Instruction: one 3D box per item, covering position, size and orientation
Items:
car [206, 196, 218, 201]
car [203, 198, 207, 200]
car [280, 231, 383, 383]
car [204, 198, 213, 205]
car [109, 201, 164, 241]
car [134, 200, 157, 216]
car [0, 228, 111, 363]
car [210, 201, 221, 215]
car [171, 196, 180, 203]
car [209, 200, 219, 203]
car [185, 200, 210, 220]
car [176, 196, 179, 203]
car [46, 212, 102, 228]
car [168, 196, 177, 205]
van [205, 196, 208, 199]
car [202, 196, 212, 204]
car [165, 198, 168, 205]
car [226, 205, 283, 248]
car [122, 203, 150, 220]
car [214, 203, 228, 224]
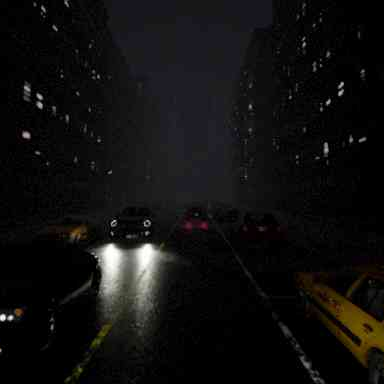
[{"bbox_3d":[3.310,1.850,48.733,1.967,1.590,4.097,1,0,1],"label":"car"},{"bbox_3d":[0.560,1.899,42.117,2.033,1.411,5.357,0,0,1],"label":"car"},{"bbox_3d":[2.749,1.573,4.582,1.752,1.417,4.829,1,0,1],"label":"car"},{"bbox_3d":[3.658,2.173,76.433,1.887,1.381,4.507,1,0,1],"label":"car"},{"bbox_3d":[-2.881,1.497,17.592,2.097,1.767,4.553,0,-1,1],"label":"car"},{"bbox_3d":[-5.211,1.742,37.706,1.967,1.590,4.097,1,0,1],"label":"car"},{"bbox_3d":[-3.038,1.609,5.975,1.994,1.385,4.181,0,-1,1],"label":"car"},{"bbox_3d":[3.097,1.843,32.111,1.947,1.339,4.313,1,0,1],"label":"car"},{"bbox_3d":[-4.508,2.050,93.107,2.192,1.841,5.009,1,0,1],"label":"car"},{"bbox_3d":[3.167,1.888,37.650,1.947,1.339,4.313,1,0,1],"label":"car"},{"bbox_3d":[0.444,1.789,31.094,1.812,1.442,4.674,0,-1,1],"label":"car"},{"bbox_3d":[-4.718,1.923,76.487,2.192,1.841,5.009,1,0,1],"label":"car"},{"bbox_3d":[-5.495,1.644,15.376,1.752,1.417,4.829,1,0,1],"label":"car"},{"bbox_3d":[-4.793,2.116,70.946,2.008,1.369,4.403,1,0,1],"label":"car"},{"bbox_3d":[3.382,1.795,54.273,1.690,1.788,3.998,1,0,1],"label":"van"},{"bbox_3d":[3.732,1.986,81.973,2.192,1.841,5.009,1,0,1],"label":"car"},{"bbox_3d":[-5.073,1.935,48.786,1.887,1.381,4.507,1,0,1],"label":"car"},{"bbox_3d":[2.889,1.581,15.492,1.967,1.590,4.097,1,0,1],"label":"car"},{"bbox_3d":[-5.283,1.802,32.165,1.887,1.381,4.507,1,0,1],"label":"car"},{"bbox_3d":[3.027,1.814,26.571,1.802,1.307,4.206,1,0,1],"label":"car"}]
